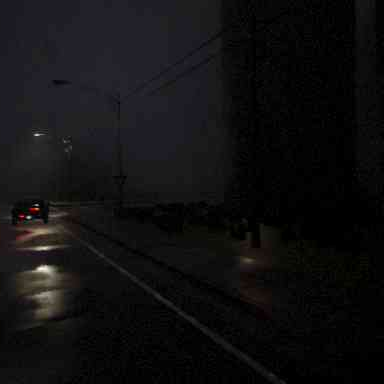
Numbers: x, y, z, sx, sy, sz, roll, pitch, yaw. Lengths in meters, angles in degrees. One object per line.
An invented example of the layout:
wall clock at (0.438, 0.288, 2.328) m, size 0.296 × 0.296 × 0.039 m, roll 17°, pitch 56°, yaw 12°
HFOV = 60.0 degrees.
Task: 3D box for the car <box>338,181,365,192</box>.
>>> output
car at (28.403, -1.055, 59.246) m, size 1.905 × 1.878 × 3.866 m, roll -2°, pitch 2°, yaw -30°

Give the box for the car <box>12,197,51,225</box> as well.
car at (-9.789, 1.070, 20.291) m, size 1.837 × 1.490 × 4.892 m, roll -2°, pitch 2°, yaw -23°

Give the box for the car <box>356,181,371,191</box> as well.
car at (23.506, -0.438, 47.491) m, size 5.008 × 1.535 × 1.882 m, roll -2°, pitch 2°, yaw -31°
